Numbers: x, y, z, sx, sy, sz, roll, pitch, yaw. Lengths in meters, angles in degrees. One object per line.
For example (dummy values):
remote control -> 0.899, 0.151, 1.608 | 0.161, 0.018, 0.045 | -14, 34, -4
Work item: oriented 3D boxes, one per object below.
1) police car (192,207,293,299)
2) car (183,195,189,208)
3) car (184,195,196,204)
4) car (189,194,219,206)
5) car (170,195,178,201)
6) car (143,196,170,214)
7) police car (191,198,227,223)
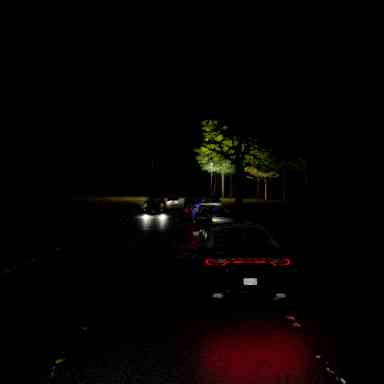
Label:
police car -> 1.057, 1.416, 8.614 | 1.930, 1.638, 5.238 | 0, 0, 0
car -> -0.128, 1.326, 45.214 | 2.128, 1.511, 4.902 | 0, 0, 0
car -> -0.307, 1.300, 59.623 | 2.033, 1.411, 5.357 | 0, 0, -1
car -> 1.028, 1.167, 24.542 | 2.150, 2.045, 5.566 | 0, 0, 0
car -> -3.954, 1.252, 69.593 | 1.994, 1.385, 4.181 | 0, 0, -1
car -> -3.669, 1.253, 33.499 | 2.097, 1.767, 4.553 | 0, 0, 0
police car -> 1.047, 1.391, 18.620 | 1.930, 1.638, 5.238 | 0, 0, 0
